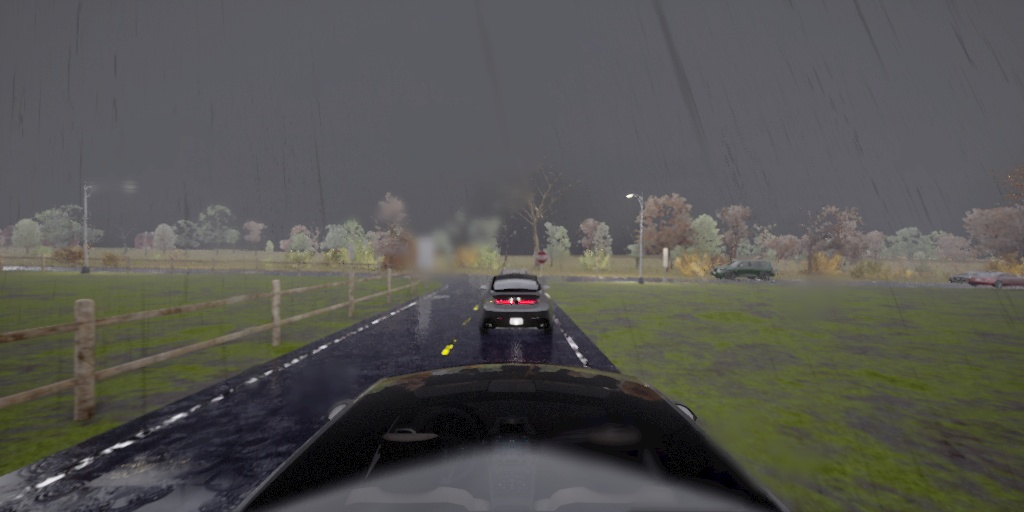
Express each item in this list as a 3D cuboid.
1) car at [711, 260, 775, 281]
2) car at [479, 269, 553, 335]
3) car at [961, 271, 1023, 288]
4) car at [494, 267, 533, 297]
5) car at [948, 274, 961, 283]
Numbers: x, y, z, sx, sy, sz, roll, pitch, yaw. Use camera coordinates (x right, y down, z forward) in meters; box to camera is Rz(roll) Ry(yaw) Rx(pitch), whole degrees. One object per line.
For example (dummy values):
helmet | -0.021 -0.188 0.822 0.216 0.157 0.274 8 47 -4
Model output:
car | 22.890 1.392 35.592 5.566 2.045 2.150 1 1 0
car | 0.100 1.254 10.555 1.837 1.490 4.892 0 0 0
car | 44.515 2.157 32.654 4.181 1.385 1.994 1 1 1
car | 0.132 1.353 19.937 1.895 1.301 4.718 0 0 1
car | 46.118 2.143 35.477 4.181 1.385 1.994 1 1 0
